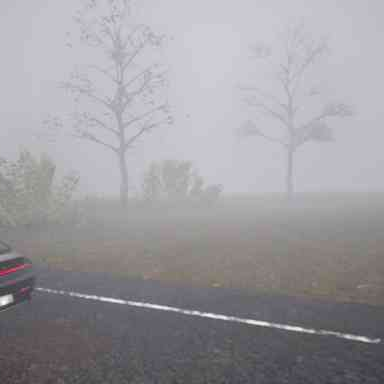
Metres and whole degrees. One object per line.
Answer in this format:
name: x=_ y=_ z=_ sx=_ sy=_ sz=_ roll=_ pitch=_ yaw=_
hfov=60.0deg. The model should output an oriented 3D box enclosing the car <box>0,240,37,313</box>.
car: x=-5.132 y=1.478 z=6.202 sx=4.892 sy=1.490 sz=1.837 roll=-1 pitch=1 yaw=25
